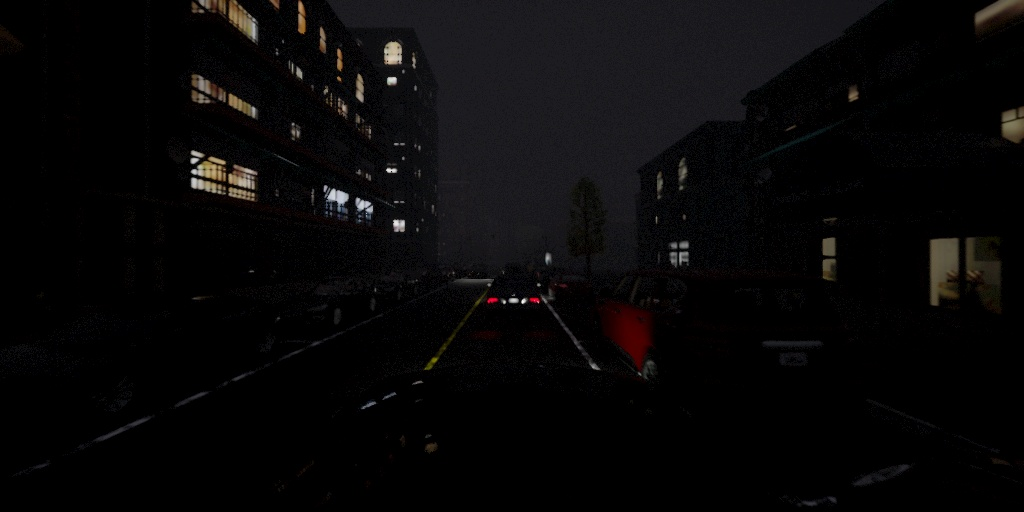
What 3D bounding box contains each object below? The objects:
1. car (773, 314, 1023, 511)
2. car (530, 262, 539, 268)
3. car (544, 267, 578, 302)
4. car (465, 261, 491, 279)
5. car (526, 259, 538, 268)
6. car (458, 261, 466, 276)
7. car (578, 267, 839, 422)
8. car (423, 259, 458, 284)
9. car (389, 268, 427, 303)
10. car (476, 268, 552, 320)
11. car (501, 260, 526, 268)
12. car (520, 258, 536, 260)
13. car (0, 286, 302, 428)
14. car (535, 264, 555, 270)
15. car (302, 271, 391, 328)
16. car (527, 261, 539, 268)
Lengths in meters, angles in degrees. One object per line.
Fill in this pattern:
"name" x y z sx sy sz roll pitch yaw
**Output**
"car" 2.691 1.186 0.275 1.967 1.591 4.097 0 0 0
"car" 2.691 1.384 27.968 2.007 1.370 4.403 0 0 0
"car" 2.691 1.375 16.891 1.802 1.307 4.207 0 0 0
"car" -3.098 1.365 34.896 1.837 1.490 4.892 0 0 0
"car" 2.692 1.423 44.757 1.751 1.417 4.829 0 0 0
"car" -5.689 1.316 39.048 1.967 1.591 4.097 0 0 0
"car" 2.691 1.075 5.816 2.192 1.841 5.009 0 0 0
"car" -5.690 1.273 27.969 1.967 1.591 4.097 0 0 0
"car" -5.690 1.343 16.892 2.007 1.370 4.403 0 0 0
"car" 0.066 1.327 12.770 2.033 1.411 5.357 0 0 0
"car" 0.088 1.357 32.984 1.837 1.490 4.892 0 0 0
"car" 2.692 1.234 50.127 2.192 1.841 5.009 0 0 0
"car" -5.690 1.326 5.816 1.948 1.339 4.313 0 0 0
"car" 2.691 1.378 22.431 1.948 1.339 4.313 0 0 0
"car" -5.690 1.326 11.354 2.007 1.370 4.403 0 0 0
"car" 2.691 1.421 33.508 1.948 1.339 4.313 0 0 0
